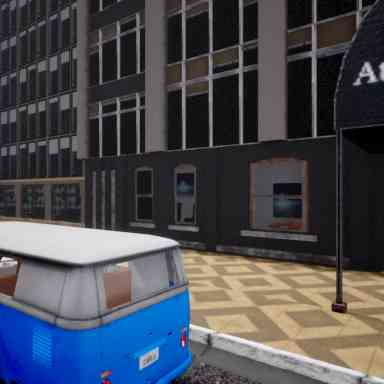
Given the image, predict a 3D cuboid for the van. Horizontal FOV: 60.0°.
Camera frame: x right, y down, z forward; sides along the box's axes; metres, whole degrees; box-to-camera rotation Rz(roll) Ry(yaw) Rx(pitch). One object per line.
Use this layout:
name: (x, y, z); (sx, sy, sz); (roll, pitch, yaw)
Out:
van: (-1.912, 1.341, 4.233); (3.998, 1.788, 1.690); (0, 0, 35)
